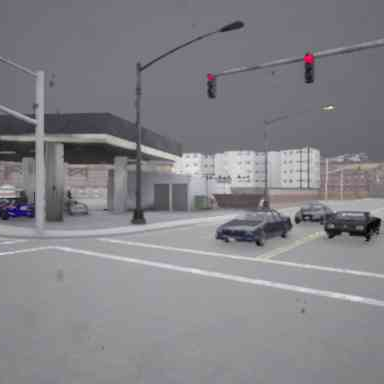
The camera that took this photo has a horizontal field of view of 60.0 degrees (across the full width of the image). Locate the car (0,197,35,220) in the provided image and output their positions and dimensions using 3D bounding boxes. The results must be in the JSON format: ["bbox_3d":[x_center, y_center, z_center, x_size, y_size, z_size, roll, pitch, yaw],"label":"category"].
[{"bbox_3d":[-14.266,1.245,25.970,4.611,1.667,2.242,0,0,36],"label":"car"}]

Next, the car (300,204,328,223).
[{"bbox_3d":[8.801,1.553,23.895,1.994,1.385,4.181,0,0,35],"label":"car"}]

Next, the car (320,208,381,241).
[{"bbox_3d":[8.184,1.596,16.696,1.895,1.301,4.718,0,0,36],"label":"car"}]

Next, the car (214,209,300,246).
[{"bbox_3d":[3.105,1.536,15.632,2.033,1.411,5.357,0,0,34],"label":"car"}]

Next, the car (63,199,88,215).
[{"bbox_3d":[-11.551,1.405,31.090,3.806,1.475,1.970,0,0,36],"label":"car"}]
